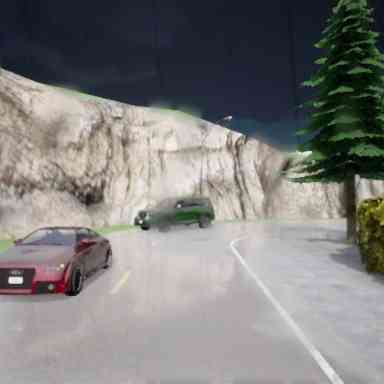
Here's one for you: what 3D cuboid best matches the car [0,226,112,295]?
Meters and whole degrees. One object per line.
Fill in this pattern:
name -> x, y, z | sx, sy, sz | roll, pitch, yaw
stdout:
car -> -3.502, 1.613, 8.709 | 1.994, 1.385, 4.181 | 0, 0, 2

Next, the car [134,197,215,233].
car -> -0.945, 1.333, 20.897 | 5.566, 2.045, 2.150 | -1, 0, -44
